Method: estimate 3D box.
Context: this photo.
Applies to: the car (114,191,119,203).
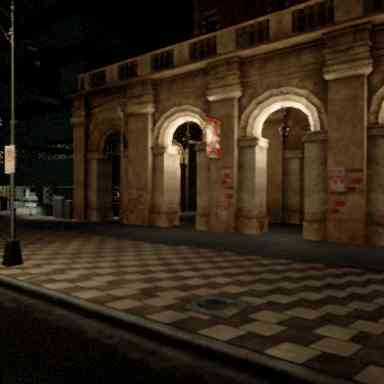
[{"bbox_3d":[-7.733,0.885,31.140,5.566,2.045,2.435,0,0,35],"label":"car"}]
